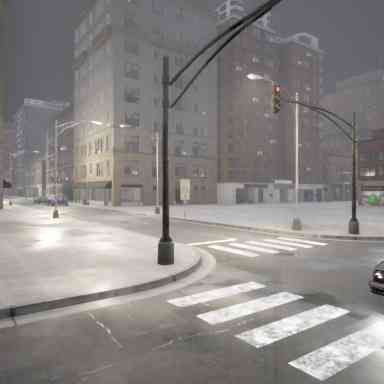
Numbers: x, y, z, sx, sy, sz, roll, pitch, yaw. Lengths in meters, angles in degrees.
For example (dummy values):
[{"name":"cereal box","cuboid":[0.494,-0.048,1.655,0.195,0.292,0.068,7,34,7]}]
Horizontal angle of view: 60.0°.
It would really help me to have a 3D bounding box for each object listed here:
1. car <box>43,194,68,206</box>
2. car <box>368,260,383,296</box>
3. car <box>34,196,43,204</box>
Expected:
[{"name":"car","cuboid":[-19.612,1.119,48.219,2.097,1.767,4.553,0,0,-36]},{"name":"car","cuboid":[6.133,1.540,7.442,5.357,1.411,2.033,0,0,-35]},{"name":"car","cuboid":[-25.409,1.288,56.331,1.994,1.385,4.181,0,0,-36]}]
